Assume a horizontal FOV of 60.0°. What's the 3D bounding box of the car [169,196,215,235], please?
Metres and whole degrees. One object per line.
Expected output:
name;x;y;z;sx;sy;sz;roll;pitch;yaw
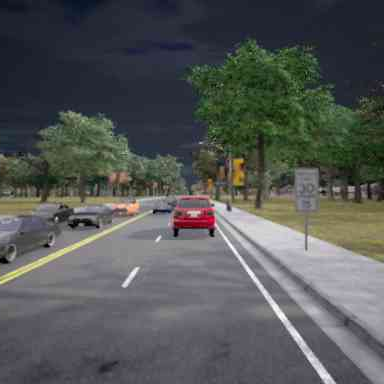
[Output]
car;0.118;1.239;18.907;2.150;2.045;5.566;0;0;0

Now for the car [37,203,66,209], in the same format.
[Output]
car;-9.763;1.529;23.304;1.837;1.490;4.892;0;0;0

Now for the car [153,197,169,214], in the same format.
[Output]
car;-3.129;1.606;36.131;1.994;1.385;4.181;0;0;-1

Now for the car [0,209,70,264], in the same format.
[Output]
car;-6.583;1.558;12.165;2.033;1.411;5.357;0;0;0

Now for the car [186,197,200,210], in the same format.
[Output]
car;0.116;1.534;45.311;1.882;1.535;5.008;0;0;0

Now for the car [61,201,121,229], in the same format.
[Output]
car;-6.526;1.570;22.295;2.033;1.411;5.357;0;0;0

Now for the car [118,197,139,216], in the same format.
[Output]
car;-6.489;1.389;32.527;2.097;1.767;4.553;0;0;0
